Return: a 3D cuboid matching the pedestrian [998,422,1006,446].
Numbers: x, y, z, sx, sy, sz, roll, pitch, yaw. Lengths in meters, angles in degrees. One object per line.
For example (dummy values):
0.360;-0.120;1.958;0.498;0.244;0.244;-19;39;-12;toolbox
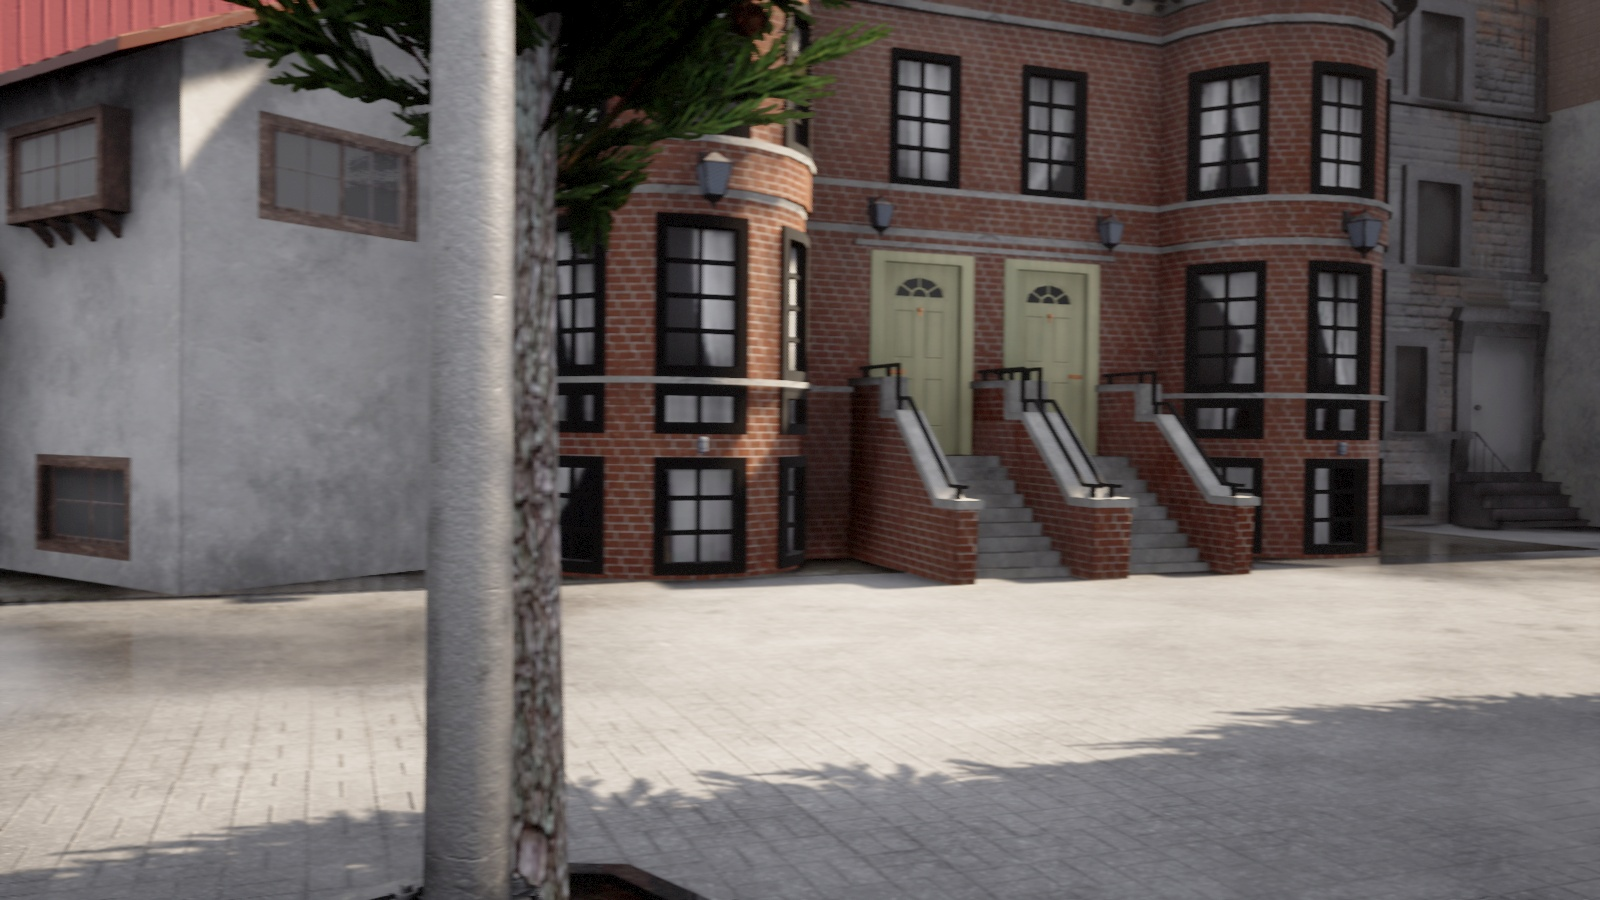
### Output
15.524;-1.234;96.417;0.331;1.846;0.636;-1;1;-21;pedestrian
